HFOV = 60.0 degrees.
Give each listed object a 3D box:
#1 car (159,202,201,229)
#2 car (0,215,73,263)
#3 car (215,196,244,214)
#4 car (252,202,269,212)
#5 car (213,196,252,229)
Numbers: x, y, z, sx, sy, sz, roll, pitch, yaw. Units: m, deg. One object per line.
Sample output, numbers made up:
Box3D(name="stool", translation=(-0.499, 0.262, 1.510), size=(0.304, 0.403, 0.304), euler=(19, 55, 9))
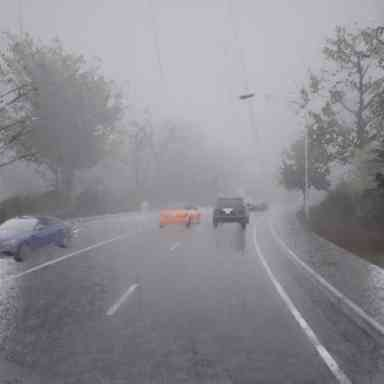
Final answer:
Box3D(name="car", translation=(-0.728, 1.533, 23.340), size=(2.097, 1.767, 4.553), euler=(-1, -1, 12))
Box3D(name="car", translation=(-6.219, 1.631, 12.623), size=(1.812, 1.442, 4.674), euler=(0, -1, 7))
Box3D(name="car", translation=(4.825, 1.529, 41.937), size=(2.150, 2.045, 5.566), euler=(-2, -1, 21))
Box3D(name="car", translation=(8.309, 1.831, 41.245), size=(1.895, 1.301, 4.718), euler=(-1, -1, 22))
Box3D(name="car", translation=(2.823, 1.370, 23.368), size=(2.150, 2.045, 5.566), euler=(-1, 0, 13))
